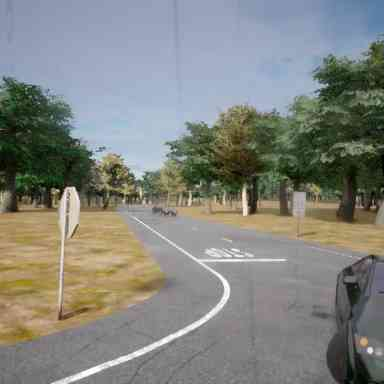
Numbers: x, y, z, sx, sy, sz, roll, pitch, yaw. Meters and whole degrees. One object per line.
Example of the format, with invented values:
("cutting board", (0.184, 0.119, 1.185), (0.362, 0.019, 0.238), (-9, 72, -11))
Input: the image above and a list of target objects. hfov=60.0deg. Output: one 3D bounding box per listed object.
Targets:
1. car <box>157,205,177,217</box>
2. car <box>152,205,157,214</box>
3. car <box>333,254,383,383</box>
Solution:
("car", (-3.470, 2.851, 48.049), (1.895, 1.301, 4.718), (3, -2, -13))
("car", (-5.728, 2.962, 56.896), (1.882, 1.535, 5.008), (3, -2, -14))
("car", (3.124, 1.643, 4.647), (1.994, 1.385, 4.181), (1, -1, 22))
